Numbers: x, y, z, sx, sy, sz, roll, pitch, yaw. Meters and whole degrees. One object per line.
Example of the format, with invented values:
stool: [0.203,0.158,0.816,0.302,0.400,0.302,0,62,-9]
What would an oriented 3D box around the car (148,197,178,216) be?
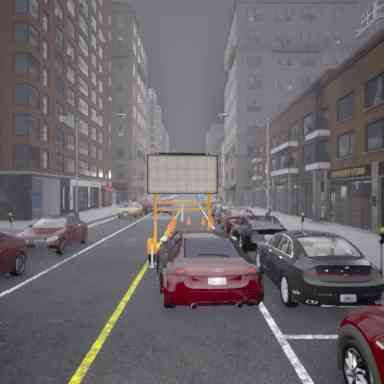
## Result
car: [-2.805,1.558,32.915,2.033,1.411,5.357,0,0,0]

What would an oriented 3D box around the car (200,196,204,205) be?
car: [2.557,1.569,46.397,2.008,1.369,4.403,0,0,0]

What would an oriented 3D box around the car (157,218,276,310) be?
car: [0.211,1.556,7.916,1.994,1.385,4.181,1,0,-7]

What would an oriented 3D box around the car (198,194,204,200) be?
car: [2.538,1.464,57.435,1.967,1.590,4.097,0,0,0]

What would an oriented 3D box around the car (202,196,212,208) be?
car: [2.566,1.566,40.878,2.008,1.369,4.403,0,0,0]

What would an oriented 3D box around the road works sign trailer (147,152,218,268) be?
road works sign trailer: [-0.335,0.465,11.377,2.380,3.560,2.880,0,0,-6]

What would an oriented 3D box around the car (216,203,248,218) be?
car: [2.604,1.548,18.802,1.887,1.381,4.507,0,0,0]

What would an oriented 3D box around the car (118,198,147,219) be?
car: [-5.435,1.534,29.653,1.752,1.417,4.829,0,0,0]

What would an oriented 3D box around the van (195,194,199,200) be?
van: [2.482,1.380,90.035,1.690,1.788,3.998,0,0,0]

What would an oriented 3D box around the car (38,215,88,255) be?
car: [-5.411,1.583,13.266,1.802,1.307,4.206,0,0,0]

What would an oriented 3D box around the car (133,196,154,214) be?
car: [-5.449,1.327,35.339,2.192,1.841,5.009,0,0,0]

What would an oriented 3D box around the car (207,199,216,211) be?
car: [2.585,1.591,29.840,1.802,1.307,4.206,0,0,0]

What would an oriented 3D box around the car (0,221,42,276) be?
car: [-5.401,1.581,7.748,1.802,1.307,4.206,0,0,0]

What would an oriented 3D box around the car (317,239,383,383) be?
car: [2.633,1.440,2.247,1.967,1.590,4.097,0,0,0]

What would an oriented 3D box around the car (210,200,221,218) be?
car: [2.595,1.557,24.321,2.008,1.369,4.403,0,0,0]

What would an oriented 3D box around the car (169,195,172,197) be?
car: [-5.496,1.577,62.931,2.008,1.369,4.403,0,0,0]

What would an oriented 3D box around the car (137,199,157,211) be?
car: [-5.459,1.597,40.857,1.802,1.307,4.206,0,0,0]

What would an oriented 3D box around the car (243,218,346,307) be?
car: [2.623,1.550,7.765,2.008,1.369,4.403,0,0,0]

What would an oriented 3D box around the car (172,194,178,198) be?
car: [-5.543,1.590,90.012,2.008,1.369,4.403,0,0,0]

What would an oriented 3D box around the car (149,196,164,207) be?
car: [-5.478,1.461,51.895,1.967,1.590,4.097,0,0,0]

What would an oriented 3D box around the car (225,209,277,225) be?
car: [2.614,1.567,13.284,1.947,1.339,4.313,0,0,0]

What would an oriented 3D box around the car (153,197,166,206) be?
car: [-5.487,1.549,57.242,1.752,1.417,4.829,0,0,0]

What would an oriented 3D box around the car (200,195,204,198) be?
car: [2.548,1.603,51.916,1.802,1.307,4.206,0,0,0]
